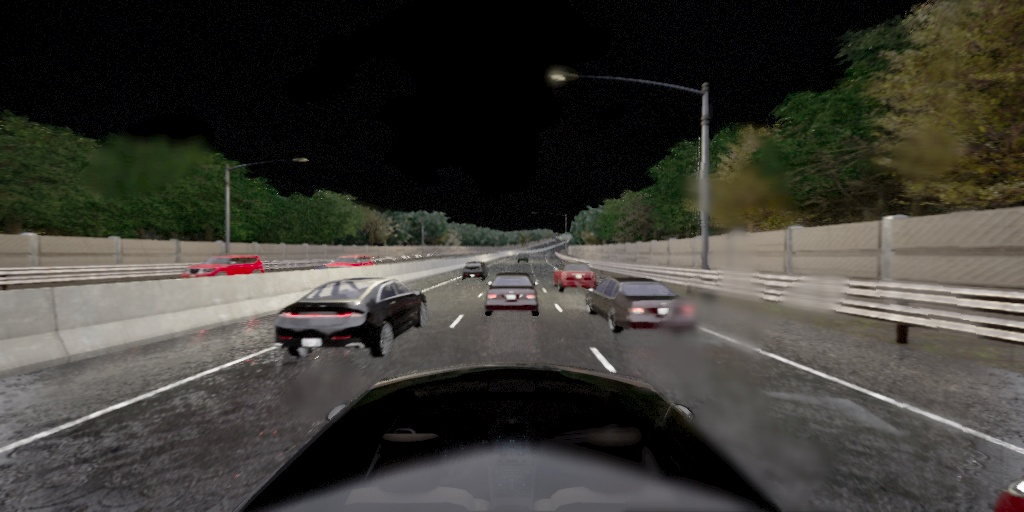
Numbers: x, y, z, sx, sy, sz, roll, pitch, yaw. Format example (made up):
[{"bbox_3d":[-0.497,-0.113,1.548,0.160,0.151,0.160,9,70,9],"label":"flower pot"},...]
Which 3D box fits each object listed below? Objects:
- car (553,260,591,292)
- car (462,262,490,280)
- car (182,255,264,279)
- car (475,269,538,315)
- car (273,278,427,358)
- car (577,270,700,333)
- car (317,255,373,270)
[{"bbox_3d":[3.667,1.129,21.671,2.097,1.767,4.553,0,0,1],"label":"car"},{"bbox_3d":[-3.060,1.243,30.634,1.837,1.490,4.892,0,1,2],"label":"car"},{"bbox_3d":[-20.836,0.955,26.237,2.150,2.045,5.566,0,0,1],"label":"car"},{"bbox_3d":[0.021,1.326,13.662,2.033,1.411,5.357,0,0,1],"label":"car"},{"bbox_3d":[-3.392,1.259,8.532,2.128,1.511,4.902,0,0,0],"label":"car"},{"bbox_3d":[3.532,1.324,10.813,2.033,1.411,5.357,0,0,0],"label":"car"},{"bbox_3d":[-13.732,0.943,30.473,2.150,2.045,5.566,0,0,2],"label":"car"}]
